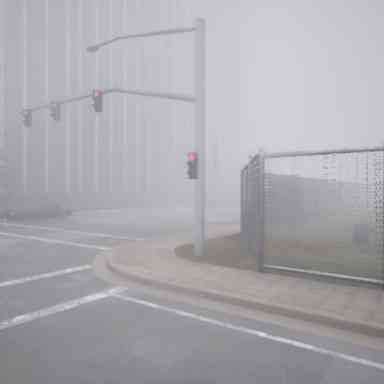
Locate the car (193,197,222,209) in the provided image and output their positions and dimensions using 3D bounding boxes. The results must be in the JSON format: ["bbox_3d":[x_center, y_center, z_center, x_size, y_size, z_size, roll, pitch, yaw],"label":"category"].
[{"bbox_3d":[2.062,1.390,42.648,2.128,1.511,4.902,0,0,36],"label":"car"}]

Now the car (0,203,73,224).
[{"bbox_3d":[-11.199,1.500,24.135,1.895,1.301,4.718,0,0,36],"label":"car"}]
